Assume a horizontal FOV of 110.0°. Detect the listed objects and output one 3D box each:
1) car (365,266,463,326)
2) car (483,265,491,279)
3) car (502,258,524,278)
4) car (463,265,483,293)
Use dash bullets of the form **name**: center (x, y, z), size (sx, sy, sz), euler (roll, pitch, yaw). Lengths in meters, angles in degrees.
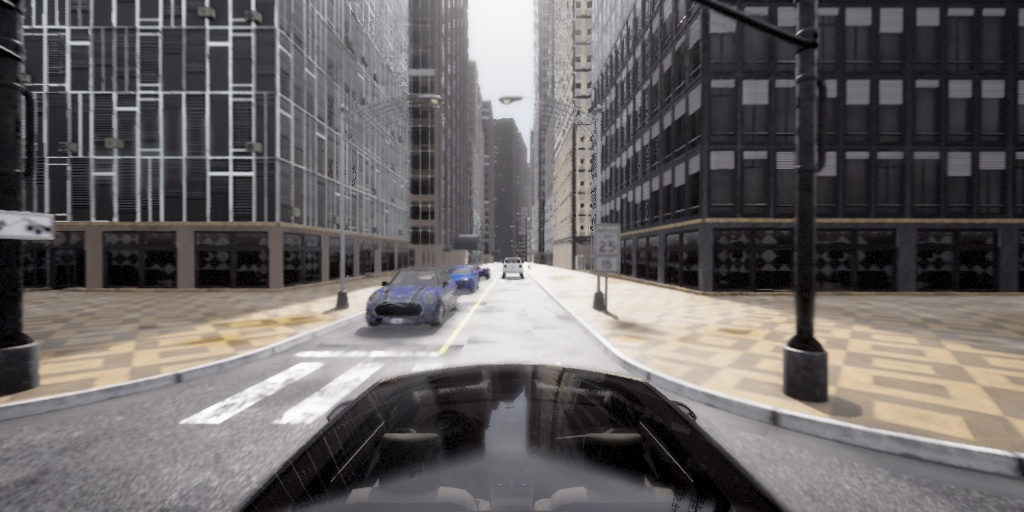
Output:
- **car**: center (-3.097, 1.178, 11.942), size (2.097, 1.767, 4.553), euler (0, 0, 0)
- **car**: center (-3.091, 1.572, 35.373), size (1.895, 1.301, 4.718), euler (0, 0, 0)
- **car**: center (0.088, 1.217, 38.495), size (2.150, 2.045, 5.566), euler (0, 0, 0)
- **car**: center (-3.099, 1.365, 22.111), size (1.882, 1.535, 5.008), euler (0, 0, 0)
